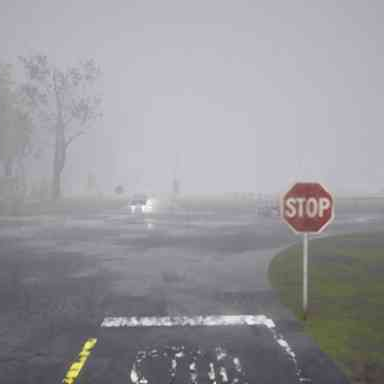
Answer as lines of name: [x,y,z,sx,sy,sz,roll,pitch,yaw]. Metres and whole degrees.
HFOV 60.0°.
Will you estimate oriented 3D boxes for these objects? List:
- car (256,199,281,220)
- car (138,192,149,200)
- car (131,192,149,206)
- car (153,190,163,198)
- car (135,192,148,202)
car: [6.920,1.074,23.139,4.892,1.490,1.837,0,1,-4]
car: [-9.058,0.674,61.989,1.895,1.301,4.718,0,1,-7]
car: [-6.664,0.912,42.067,2.033,1.411,5.357,0,1,-7]
car: [-7.315,0.296,70.947,2.097,1.767,4.553,0,1,-7]
car: [-7.900,0.743,52.082,1.812,1.442,4.674,0,1,-7]
